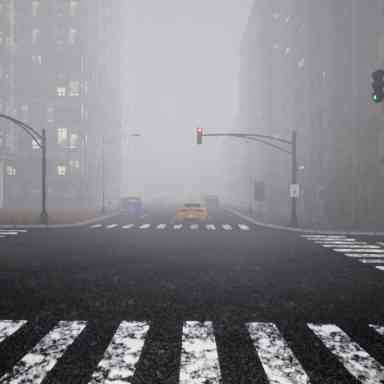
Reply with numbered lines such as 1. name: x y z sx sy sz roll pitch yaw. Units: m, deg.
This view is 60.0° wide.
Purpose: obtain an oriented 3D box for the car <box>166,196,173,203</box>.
1. car: -5.629 1.469 69.461 1.967 1.590 4.097 0 0 0

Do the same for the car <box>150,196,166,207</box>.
1. car: -5.643 1.543 52.638 1.752 1.417 4.829 0 0 0

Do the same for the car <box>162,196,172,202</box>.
1. car: -5.624 1.559 74.841 1.752 1.417 4.829 0 0 0

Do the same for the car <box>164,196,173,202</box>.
1. car: -5.619 1.590 80.563 2.008 1.369 4.403 0 0 0

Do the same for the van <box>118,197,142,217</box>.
1. van: -5.663 1.347 30.604 1.690 1.788 3.998 0 0 0

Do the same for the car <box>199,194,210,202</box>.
1. car: 2.756 1.349 75.005 2.192 1.841 5.009 0 0 0

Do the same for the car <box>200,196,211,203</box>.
1. car: 2.752 1.580 69.454 2.008 1.369 4.403 0 0 0

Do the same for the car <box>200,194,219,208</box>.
1. car: 2.732 1.330 47.251 2.192 1.841 5.009 0 0 0

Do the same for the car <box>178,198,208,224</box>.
1. car: 0.072 1.481 25.251 1.882 1.535 5.008 0 0 3

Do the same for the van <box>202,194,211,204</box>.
1. van: 2.747 1.366 63.904 1.690 1.788 3.998 0 0 0

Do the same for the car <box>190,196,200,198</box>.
1. car: 0.058 1.623 60.125 1.895 1.301 4.718 0 0 0
